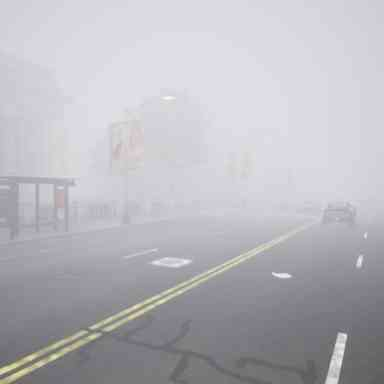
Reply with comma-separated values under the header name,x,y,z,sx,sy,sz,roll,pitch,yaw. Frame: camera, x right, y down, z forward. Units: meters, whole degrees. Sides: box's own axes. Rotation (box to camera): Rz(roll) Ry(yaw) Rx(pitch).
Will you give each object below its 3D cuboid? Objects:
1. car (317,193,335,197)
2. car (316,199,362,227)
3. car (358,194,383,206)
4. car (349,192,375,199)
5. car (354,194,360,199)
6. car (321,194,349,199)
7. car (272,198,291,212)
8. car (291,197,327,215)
name,x,y,z,sx,sy,sz,roll,pitch,yaw
car,23.023,1.123,57.034,2.150,2.045,5.566,0,0,43
car,10.121,1.450,22.661,2.128,1.511,4.902,0,0,29
car,27.798,1.430,51.650,1.812,1.442,4.674,0,0,41
car,34.431,1.103,66.404,5.566,2.045,2.150,0,0,-31
car,31.989,1.486,60.530,4.718,1.301,1.895,0,0,-37
car,21.068,1.405,49.071,2.128,1.511,4.902,0,0,36
car,10.700,1.459,38.525,1.812,1.442,4.674,0,0,29
car,11.889,1.488,33.504,2.033,1.411,5.357,0,0,29
